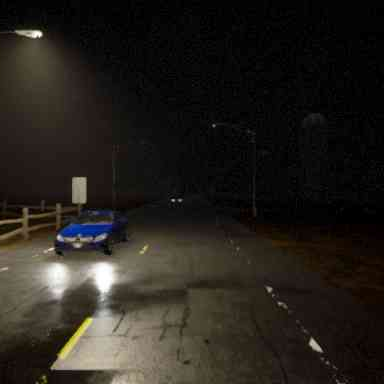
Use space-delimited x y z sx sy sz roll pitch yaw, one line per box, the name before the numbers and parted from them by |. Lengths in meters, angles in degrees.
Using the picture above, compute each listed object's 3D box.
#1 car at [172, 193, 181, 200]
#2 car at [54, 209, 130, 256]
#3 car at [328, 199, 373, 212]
car | -3.687 0.919 80.379 2.097 1.767 4.553 0 0 0
car | -3.615 1.415 12.827 1.812 1.442 4.674 0 0 0
car | 18.770 1.590 39.451 4.892 1.490 1.837 1 -2 1
